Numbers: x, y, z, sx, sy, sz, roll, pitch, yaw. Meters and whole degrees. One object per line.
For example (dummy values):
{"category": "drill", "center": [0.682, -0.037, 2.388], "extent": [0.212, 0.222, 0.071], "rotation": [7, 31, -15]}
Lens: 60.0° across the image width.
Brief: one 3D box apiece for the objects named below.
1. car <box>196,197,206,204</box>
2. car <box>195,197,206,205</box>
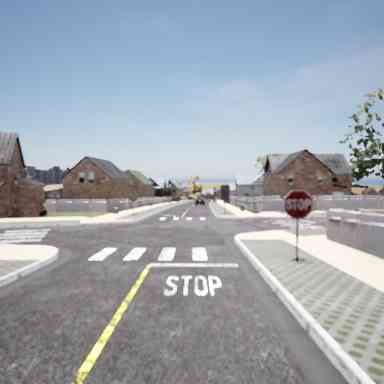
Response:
{"category": "car", "center": [2.176, 1.948, 78.046], "extent": [2.033, 1.411, 5.357], "rotation": [0, -1, 3]}
{"category": "car", "center": [1.676, 1.800, 68.022], "extent": [2.097, 1.767, 4.553], "rotation": [0, -1, 3]}
